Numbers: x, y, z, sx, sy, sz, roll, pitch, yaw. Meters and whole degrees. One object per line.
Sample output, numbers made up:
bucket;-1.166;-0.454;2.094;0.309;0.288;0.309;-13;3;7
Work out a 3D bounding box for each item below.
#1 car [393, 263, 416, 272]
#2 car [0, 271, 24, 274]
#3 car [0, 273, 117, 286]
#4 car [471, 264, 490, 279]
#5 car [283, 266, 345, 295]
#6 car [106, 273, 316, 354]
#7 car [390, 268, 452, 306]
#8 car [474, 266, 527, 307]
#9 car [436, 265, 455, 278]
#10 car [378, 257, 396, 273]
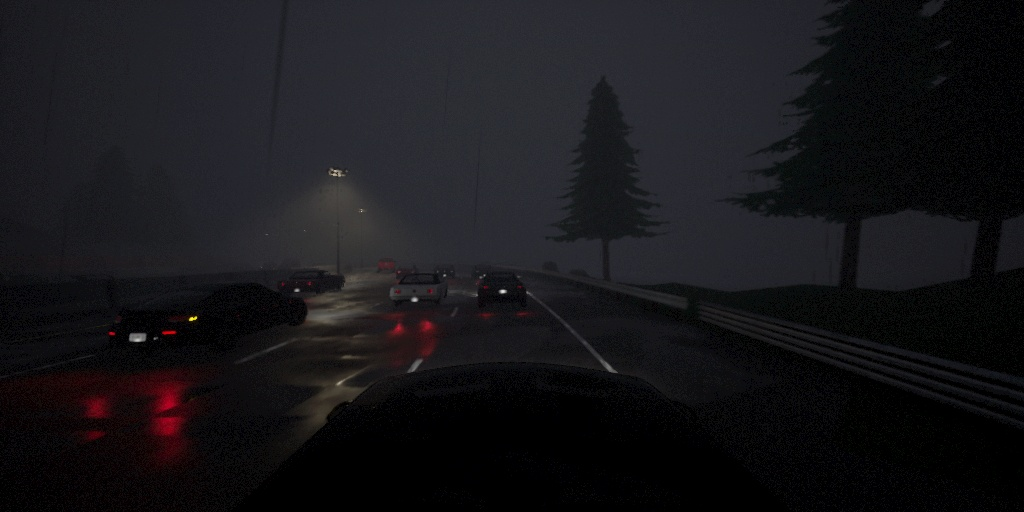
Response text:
car;-10.183;1.508;35.240;1.895;1.301;4.718;0;0;-11
car;-25.447;1.499;17.220;2.128;1.511;4.902;0;0;-6
car;-21.997;1.579;18.061;1.895;1.301;4.718;0;0;-6
car;-2.893;1.442;34.408;1.895;1.301;4.718;0;0;-11
car;-11.439;1.491;20.869;1.895;1.301;4.718;0;0;-6
car;-7.086;1.353;8.993;1.812;1.442;4.674;0;0;-3
car;-3.977;1.415;16.156;1.895;1.301;4.718;0;0;-5
car;-0.505;1.347;15.851;1.994;1.385;4.181;0;0;-4
car;-6.536;1.475;34.789;1.895;1.301;4.718;0;0;-11
car;-17.257;1.221;49.492;2.150;2.045;5.566;0;0;-18
